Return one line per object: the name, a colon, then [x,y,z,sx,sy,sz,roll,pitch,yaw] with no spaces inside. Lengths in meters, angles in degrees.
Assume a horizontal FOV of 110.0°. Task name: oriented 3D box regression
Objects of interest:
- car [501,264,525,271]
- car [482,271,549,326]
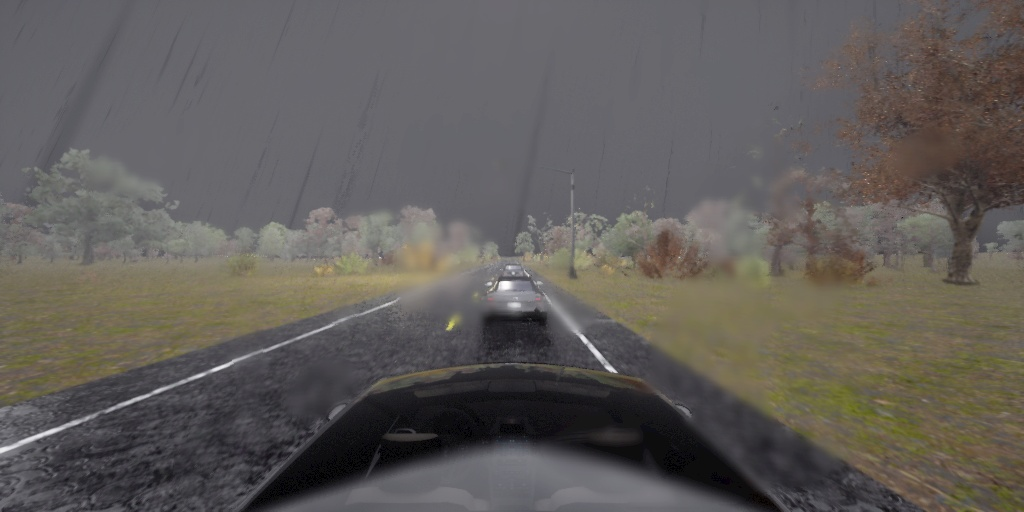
car: [0.099,1.385,29.858,2.033,1.411,5.357,0,0,0]
car: [0.099,1.345,11.800,1.994,1.385,4.181,0,0,0]
